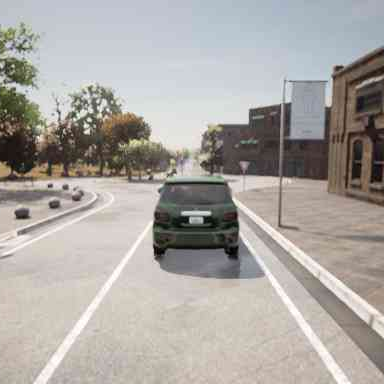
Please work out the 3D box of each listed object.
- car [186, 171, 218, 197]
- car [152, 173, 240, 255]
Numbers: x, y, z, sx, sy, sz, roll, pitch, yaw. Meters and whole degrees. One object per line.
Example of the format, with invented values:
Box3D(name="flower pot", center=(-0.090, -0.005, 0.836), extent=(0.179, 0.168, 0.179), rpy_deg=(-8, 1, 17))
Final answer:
Box3D(name="car", center=(0.877, -0.686, 25.795), extent=(2.097, 1.767, 4.553), rpy_deg=(0, 5, 6))
Box3D(name="car", center=(0.100, 0.479, 10.054), extent=(2.150, 2.045, 5.566), rpy_deg=(0, 5, 0))
